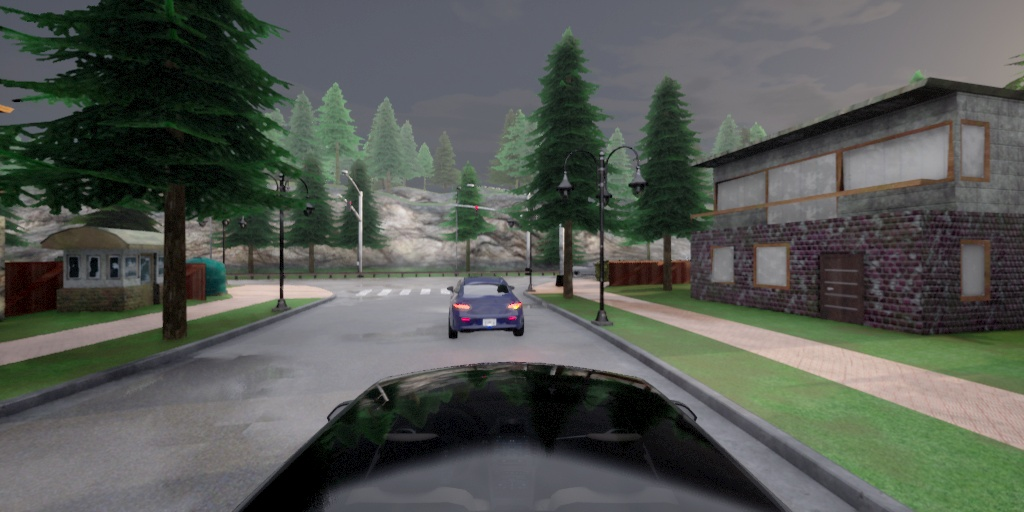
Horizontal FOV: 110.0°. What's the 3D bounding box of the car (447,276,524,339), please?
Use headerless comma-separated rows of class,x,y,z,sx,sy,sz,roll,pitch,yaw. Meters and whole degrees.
car,-0.834,1.281,10.086,1.812,1.442,4.674,0,0,-9

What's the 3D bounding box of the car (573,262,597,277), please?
car,6.873,1.213,32.219,4.718,1.301,1.895,0,0,-12
